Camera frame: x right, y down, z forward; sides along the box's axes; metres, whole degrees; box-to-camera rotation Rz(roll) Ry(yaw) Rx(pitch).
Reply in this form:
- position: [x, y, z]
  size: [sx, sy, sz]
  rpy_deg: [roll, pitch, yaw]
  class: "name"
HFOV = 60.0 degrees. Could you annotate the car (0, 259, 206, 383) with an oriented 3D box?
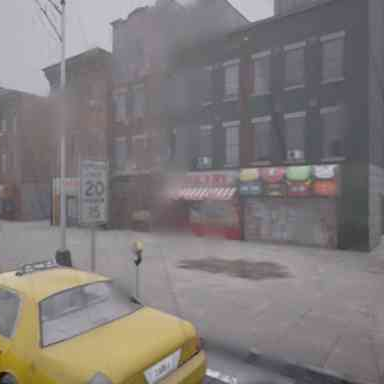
- position: [-2.140, 1.565, 4.334]
  size: [4.829, 1.417, 1.752]
  rpy_deg: [-1, 0, 36]
  class: "car"
